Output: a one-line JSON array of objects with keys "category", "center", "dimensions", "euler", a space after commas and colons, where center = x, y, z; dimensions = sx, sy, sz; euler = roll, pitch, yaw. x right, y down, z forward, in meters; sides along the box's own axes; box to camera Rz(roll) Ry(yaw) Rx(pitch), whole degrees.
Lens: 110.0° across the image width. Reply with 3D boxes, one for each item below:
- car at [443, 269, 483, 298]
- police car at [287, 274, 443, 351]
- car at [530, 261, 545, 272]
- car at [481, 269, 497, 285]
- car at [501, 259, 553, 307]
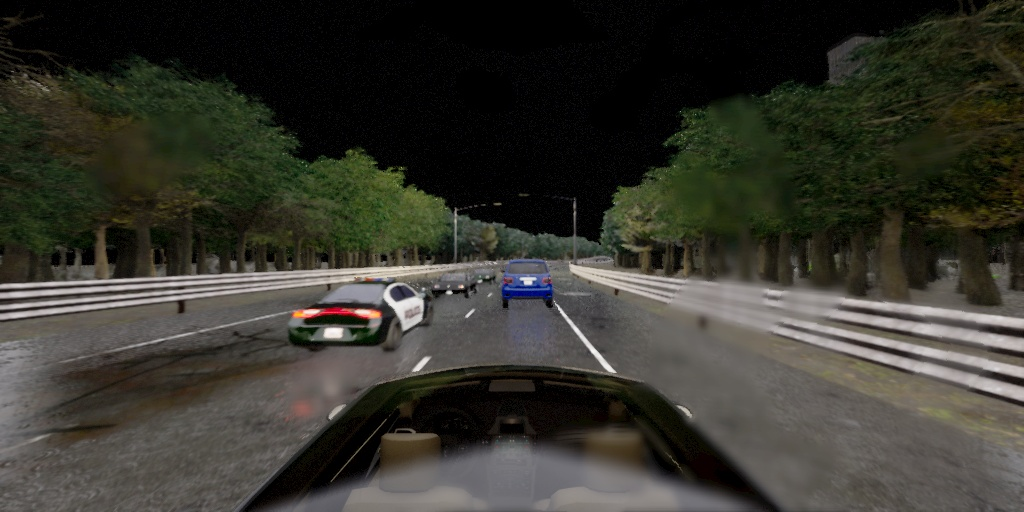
[{"category": "car", "center": [-3.064, 1.599, 20.278], "dimensions": [1.895, 1.301, 4.718], "euler": [0, -1, 3]}, {"category": "police car", "center": [-3.429, 1.355, 9.398], "dimensions": [2.038, 1.542, 4.974], "euler": [0, -1, 1]}, {"category": "car", "center": [4.332, 1.682, 59.423], "dimensions": [2.097, 1.767, 4.553], "euler": [0, 0, 9]}, {"category": "car", "center": [-2.409, 1.749, 31.116], "dimensions": [1.895, 1.301, 4.718], "euler": [0, -1, 4]}, {"category": "car", "center": [0.652, 1.182, 16.915], "dimensions": [2.150, 2.045, 5.566], "euler": [0, -1, 0]}]
